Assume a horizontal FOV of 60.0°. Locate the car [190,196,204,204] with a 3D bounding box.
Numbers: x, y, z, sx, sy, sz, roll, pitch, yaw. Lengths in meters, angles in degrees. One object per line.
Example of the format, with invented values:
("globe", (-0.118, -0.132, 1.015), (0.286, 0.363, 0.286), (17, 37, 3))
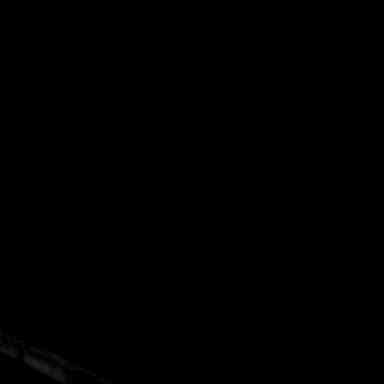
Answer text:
("car", (1.617, 2.257, 92.207), (2.435, 2.045, 5.566), (5, 1, 43))
